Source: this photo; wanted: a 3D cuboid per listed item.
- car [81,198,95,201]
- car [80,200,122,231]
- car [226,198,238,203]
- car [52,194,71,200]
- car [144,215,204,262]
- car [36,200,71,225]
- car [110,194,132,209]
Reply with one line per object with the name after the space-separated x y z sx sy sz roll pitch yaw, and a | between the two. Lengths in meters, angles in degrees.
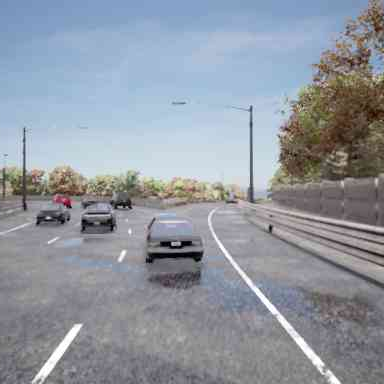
-14.586 1.558 47.078 1.837 1.490 4.892 0 0 -26 | car
-5.696 1.512 20.714 2.128 1.511 4.902 0 0 -11 | car
9.549 2.210 82.527 1.994 1.385 4.181 0 -3 13 | car
-18.607 1.290 47.447 2.150 2.045 5.566 0 0 -27 | car
-0.758 1.550 12.138 2.033 1.411 5.357 0 0 -7 | car
-10.125 1.563 24.495 1.812 1.442 4.674 0 0 -13 | car
-9.697 1.257 44.933 2.150 2.045 5.566 0 0 -23 | car
